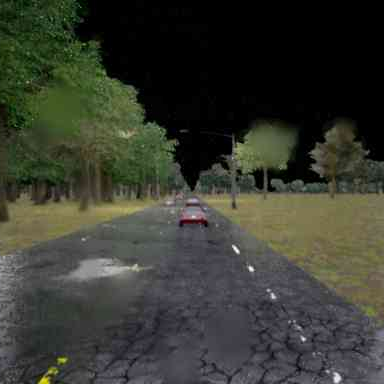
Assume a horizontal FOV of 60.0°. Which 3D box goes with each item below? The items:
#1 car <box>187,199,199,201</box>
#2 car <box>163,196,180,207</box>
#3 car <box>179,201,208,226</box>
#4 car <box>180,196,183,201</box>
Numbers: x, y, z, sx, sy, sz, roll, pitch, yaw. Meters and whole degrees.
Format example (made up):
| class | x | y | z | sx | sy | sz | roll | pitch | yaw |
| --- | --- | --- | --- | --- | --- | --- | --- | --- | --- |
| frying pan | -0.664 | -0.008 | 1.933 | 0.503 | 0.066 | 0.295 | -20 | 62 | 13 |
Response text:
| class | x | y | z | sx | sy | sz | roll | pitch | yaw |
| --- | --- | --- | --- | --- | --- | --- | --- | --- | --- |
| car | 0.099 | 1.586 | 42.399 | 1.882 | 1.535 | 5.008 | 0 | 0 | 0 |
| car | -3.546 | 1.611 | 53.308 | 2.128 | 1.511 | 4.902 | 0 | 0 | 0 |
| car | 0.107 | 1.637 | 24.314 | 1.994 | 1.385 | 4.181 | 0 | 0 | 0 |
| car | -3.481 | 1.675 | 92.300 | 1.994 | 1.385 | 4.181 | 0 | 0 | 0 |
